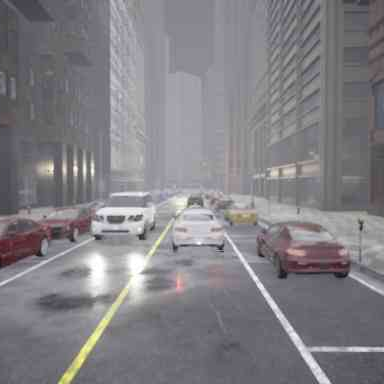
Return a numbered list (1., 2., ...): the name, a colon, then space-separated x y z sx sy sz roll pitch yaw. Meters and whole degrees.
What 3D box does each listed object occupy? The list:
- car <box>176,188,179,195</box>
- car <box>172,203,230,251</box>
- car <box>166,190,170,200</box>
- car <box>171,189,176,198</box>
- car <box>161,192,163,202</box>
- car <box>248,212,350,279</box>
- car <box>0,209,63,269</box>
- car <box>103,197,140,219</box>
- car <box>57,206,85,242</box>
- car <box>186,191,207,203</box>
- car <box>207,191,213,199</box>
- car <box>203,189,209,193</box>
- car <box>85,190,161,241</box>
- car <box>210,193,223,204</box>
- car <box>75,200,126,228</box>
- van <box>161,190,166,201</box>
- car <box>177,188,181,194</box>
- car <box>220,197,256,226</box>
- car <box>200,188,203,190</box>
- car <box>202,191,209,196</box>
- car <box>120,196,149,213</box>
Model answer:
1. car: -5.020 0.391 82.557 1.947 1.339 4.313 -1 1 0
2. car: 0.210 1.351 13.014 1.812 1.442 4.674 0 1 0
3. car: -5.245 0.685 54.436 1.967 1.590 4.097 -1 1 0
4. car: -5.109 0.577 71.309 1.802 1.307 4.206 -1 1 0
5. car: -5.333 0.957 43.189 2.008 1.369 4.403 -1 1 0
6. car: 2.924 1.456 9.384 1.802 1.307 4.206 -1 1 0
7. car: -5.602 1.417 9.445 1.887 1.381 4.507 -1 1 0
8. car: -5.467 1.188 26.317 1.887 1.381 4.507 -1 1 0
9. car: -5.557 1.341 15.069 1.887 1.381 4.507 -1 1 0
10. car: 0.403 0.983 38.175 1.837 1.490 4.892 0 1 0
11. car: 3.192 0.953 43.126 1.887 1.381 4.507 -1 1 0
12. car: 3.326 0.709 59.997 1.887 1.381 4.507 -1 1 0
13. car: -2.975 1.009 15.751 2.150 2.045 5.566 0 1 0
14. car: 3.103 1.118 31.879 2.008 1.369 4.403 -1 1 0
15. car: -5.512 1.265 20.694 1.887 1.381 4.507 -1 1 0
16. van: -5.291 0.666 48.809 1.690 1.788 3.998 -1 1 0
17. car: -4.931 0.218 93.804 1.947 1.339 4.313 -1 1 0
18. car: 3.015 1.246 20.801 1.752 1.417 4.829 -1 1 0
19. car: 3.505 0.393 82.493 1.947 1.339 4.313 -1 1 0
20. car: 3.550 0.307 88.116 1.947 1.339 4.313 -1 1 0
21. car: -5.423 1.115 31.941 2.008 1.369 4.403 -1 1 0
